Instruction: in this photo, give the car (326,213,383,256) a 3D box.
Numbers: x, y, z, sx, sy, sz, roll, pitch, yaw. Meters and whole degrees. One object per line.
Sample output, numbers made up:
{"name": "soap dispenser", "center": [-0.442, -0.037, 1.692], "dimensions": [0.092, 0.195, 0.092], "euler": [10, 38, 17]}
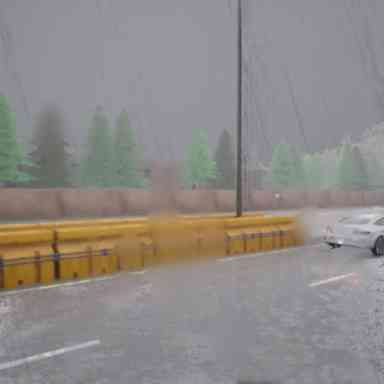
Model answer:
{"name": "car", "center": [7.226, 1.556, 13.266], "dimensions": [4.674, 1.442, 1.812], "euler": [0, 0, -35]}
